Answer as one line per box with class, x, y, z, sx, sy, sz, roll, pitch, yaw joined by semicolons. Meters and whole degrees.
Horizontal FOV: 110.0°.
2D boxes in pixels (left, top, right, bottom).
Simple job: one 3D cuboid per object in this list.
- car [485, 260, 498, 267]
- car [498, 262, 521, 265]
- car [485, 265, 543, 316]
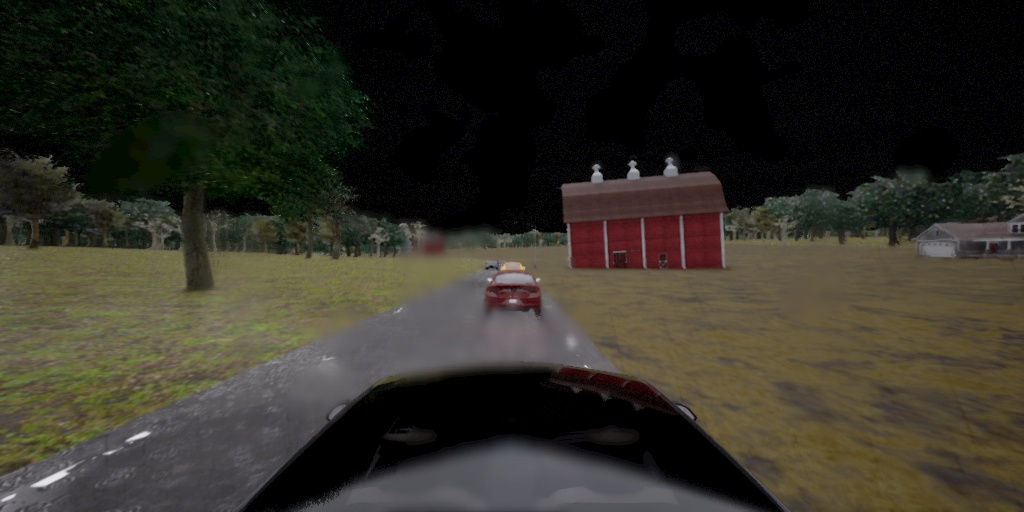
car;-2.817;1.289;51.528;1.837;1.490;4.892;0;0;0
car;0.077;1.273;29.137;1.882;1.535;5.008;0;0;0
car;0.074;1.252;13.438;1.882;1.535;5.008;0;0;0
